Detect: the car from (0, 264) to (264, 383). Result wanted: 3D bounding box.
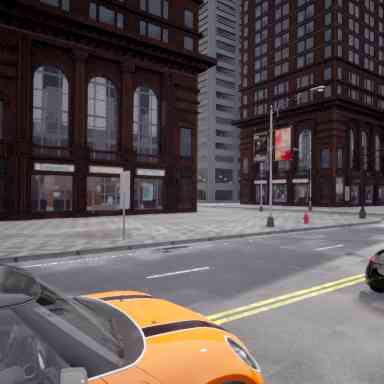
[{"bbox_3d":[-1.563,1.352,2.324,4.553,1.767,2.097,0,0,-36],"label":"car"}]

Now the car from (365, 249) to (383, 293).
[{"bbox_3d":[5.863,1.576,7.646,4.181,1.385,1.994,0,0,-35],"label":"car"}]
